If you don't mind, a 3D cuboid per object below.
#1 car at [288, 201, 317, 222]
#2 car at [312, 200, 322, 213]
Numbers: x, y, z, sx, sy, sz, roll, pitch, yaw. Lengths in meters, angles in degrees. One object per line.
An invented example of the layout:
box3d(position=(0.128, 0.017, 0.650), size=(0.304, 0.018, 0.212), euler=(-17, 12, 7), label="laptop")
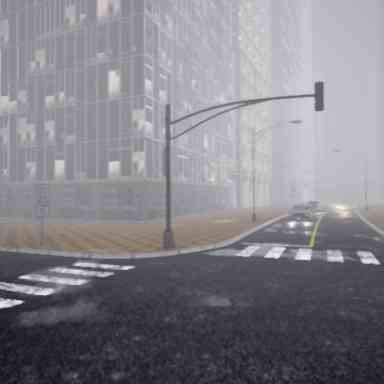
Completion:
box3d(position=(9.760, 1.801, 29.753), size=(2.033, 1.411, 5.357), euler=(-1, -1, 23), label="car")
box3d(position=(15.633, 1.883, 43.031), size=(1.837, 1.490, 4.892), euler=(-1, 0, 25), label="car")
